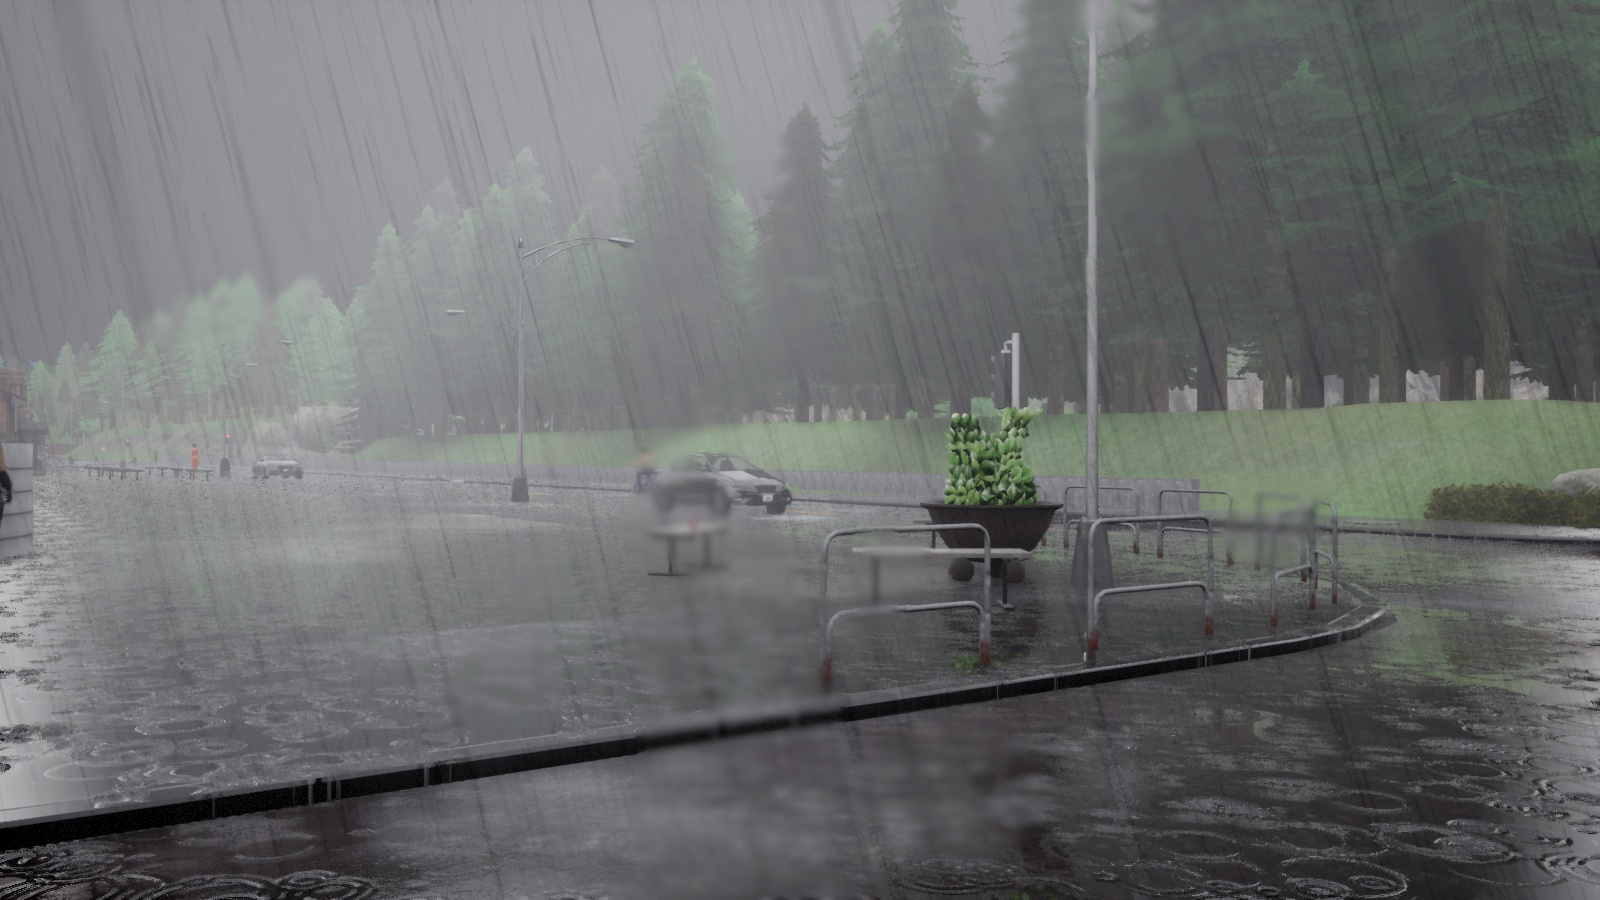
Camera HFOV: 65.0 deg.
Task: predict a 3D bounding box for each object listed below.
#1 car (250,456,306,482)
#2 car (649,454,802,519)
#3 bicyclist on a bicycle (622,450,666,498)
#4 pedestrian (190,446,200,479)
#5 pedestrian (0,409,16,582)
[{"bbox_3d":[-28.836,1.039,69.305,1.994,1.385,4.181,0,0,-35],"label":"car"},{"bbox_3d":[-1.894,0.838,30.848,1.816,1.474,4.193,0,0,-35],"label":"car"},{"bbox_3d":[-5.305,0.797,42.689,0.866,1.612,1.509,0,0,-35],"label":"bicyclist on a bicycle"},{"bbox_3d":[-33.275,0.694,69.034,0.345,1.836,0.594,0,0,-40],"label":"pedestrian"},{"bbox_3d":[-9.145,0.508,14.045,0.396,1.930,0.692,0,0,-8],"label":"pedestrian"}]
